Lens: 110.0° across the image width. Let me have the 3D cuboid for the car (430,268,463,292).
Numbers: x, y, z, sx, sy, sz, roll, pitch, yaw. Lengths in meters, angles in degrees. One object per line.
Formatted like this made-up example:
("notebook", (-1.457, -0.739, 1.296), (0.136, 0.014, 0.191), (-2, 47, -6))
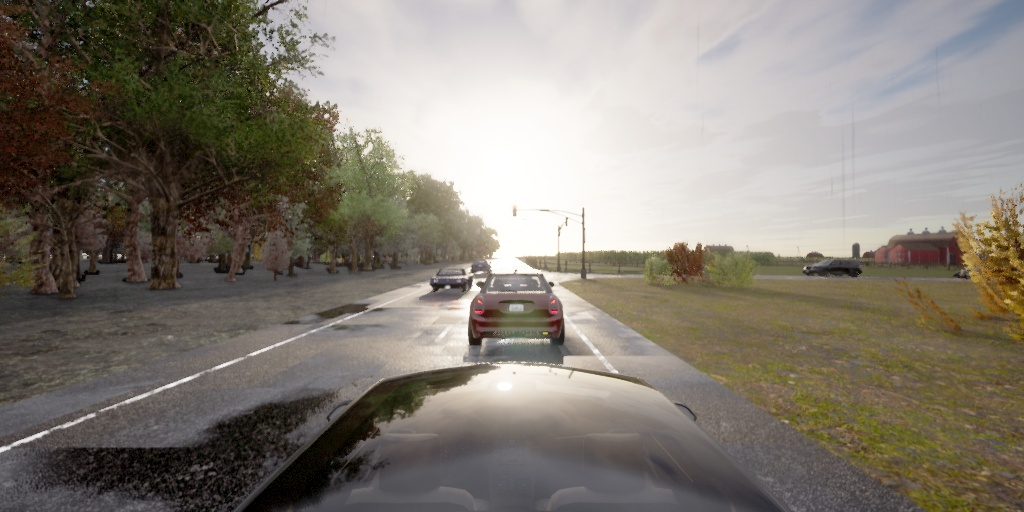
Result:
("car", (-3.407, 1.341, 21.181), (1.895, 1.301, 4.718), (0, 0, 0))

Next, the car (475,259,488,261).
("car", (-3.417, 1.080, 40.727), (2.097, 1.767, 4.553), (0, 0, 0))

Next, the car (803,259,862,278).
("car", (36.398, 1.399, 40.771), (5.566, 2.045, 2.150), (1, -1, 0))

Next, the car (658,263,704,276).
("car", (19.072, 1.465, 40.847), (5.008, 1.535, 1.882), (1, -1, 0))

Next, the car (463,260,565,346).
("car", (0.095, 1.098, 9.581), (2.097, 1.767, 4.553), (0, 0, 0))

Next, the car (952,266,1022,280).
("car", (49.622, 1.755, 37.121), (4.902, 1.511, 2.128), (1, -1, 0))
